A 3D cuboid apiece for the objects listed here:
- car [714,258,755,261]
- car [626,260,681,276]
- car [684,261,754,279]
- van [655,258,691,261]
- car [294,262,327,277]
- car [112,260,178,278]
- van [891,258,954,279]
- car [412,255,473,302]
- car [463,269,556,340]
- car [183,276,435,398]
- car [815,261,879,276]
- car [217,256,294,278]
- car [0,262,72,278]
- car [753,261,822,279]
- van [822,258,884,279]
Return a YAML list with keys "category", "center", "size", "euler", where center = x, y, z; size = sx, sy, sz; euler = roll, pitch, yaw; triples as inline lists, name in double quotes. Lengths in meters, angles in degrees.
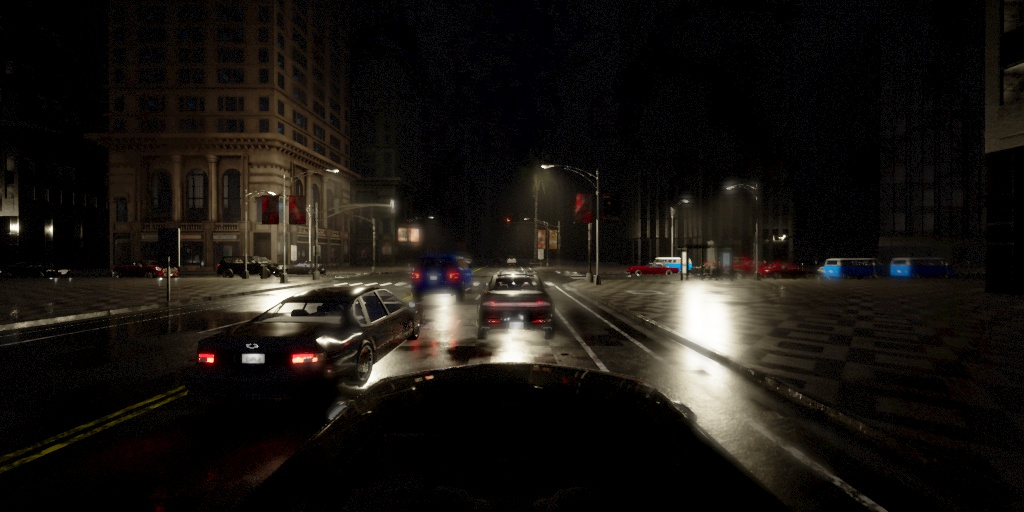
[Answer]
- category: "car"
  center: [23.319, 1.204, 35.679]
  size: [5.008, 1.535, 1.882]
  euler: [0, 0, 0]
- category: "car"
  center: [13.877, 1.334, 35.673]
  size: [4.718, 1.301, 1.895]
  euler: [0, 0, 2]
- category: "car"
  center: [17.056, 1.298, 29.815]
  size: [4.403, 1.370, 2.007]
  euler: [0, 0, 0]
- category: "van"
  center: [17.047, 1.064, 38.340]
  size: [3.998, 1.789, 1.690]
  euler: [0, 0, 0]
- category: "car"
  center: [-20.813, 1.327, 35.698]
  size: [4.181, 1.385, 1.994]
  euler: [0, 0, -1]
- category: "car"
  center: [-33.178, 1.138, 32.541]
  size: [4.553, 1.767, 2.097]
  euler: [0, 0, 0]
- category: "van"
  center: [34.088, 1.079, 29.830]
  size: [3.998, 1.789, 1.690]
  euler: [0, 0, 0]
- category: "car"
  center: [-3.159, 0.972, 17.127]
  size: [2.150, 2.045, 5.566]
  euler: [0, 0, 0]
- category: "car"
  center: [0.088, 1.240, 9.956]
  size: [2.128, 1.511, 4.902]
  euler: [0, 0, 0]
- category: "car"
  center: [-3.150, 1.297, 6.886]
  size: [2.033, 1.411, 5.357]
  euler: [0, 0, 0]
- category: "car"
  center: [33.261, 1.247, 35.683]
  size: [4.674, 1.442, 1.812]
  euler: [0, 0, 1]
- category: "car"
  center: [-23.459, 0.996, 32.492]
  size: [5.566, 2.045, 2.150]
  euler: [0, 0, 0]
- category: "car"
  center: [-43.161, 1.290, 32.590]
  size: [4.902, 1.511, 2.128]
  euler: [0, 0, 0]
- category: "car"
  center: [22.734, 1.326, 29.819]
  size: [4.207, 1.307, 1.802]
  euler: [0, 0, 0]
- category: "van"
  center: [28.411, 1.081, 29.825]
  size: [3.998, 1.789, 1.690]
  euler: [0, 0, 0]
